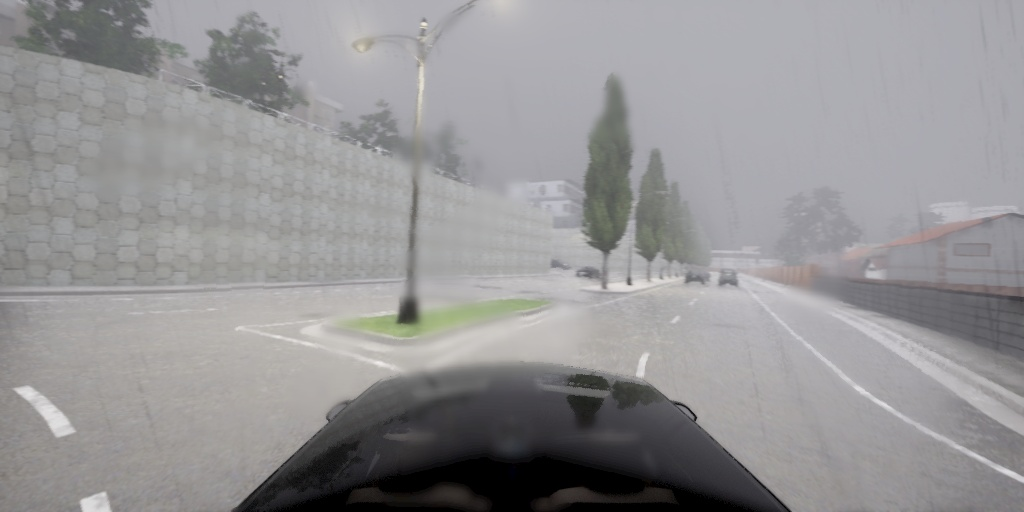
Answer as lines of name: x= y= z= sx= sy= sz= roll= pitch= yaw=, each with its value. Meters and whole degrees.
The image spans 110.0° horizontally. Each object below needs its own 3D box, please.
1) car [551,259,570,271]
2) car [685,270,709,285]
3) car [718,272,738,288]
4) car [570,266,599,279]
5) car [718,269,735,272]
car: x=7.957 y=1.433 z=61.612 sx=4.553 sy=1.767 sz=2.097 roll=8 pitch=2 yaw=32
car: x=23.022 y=2.549 z=44.954 sx=2.097 sy=1.767 sz=4.553 roll=2 pitch=-1 yaw=31
car: x=24.881 y=2.853 z=41.275 sx=1.895 sy=1.301 sz=4.718 roll=2 pitch=-1 yaw=31
car: x=9.580 y=2.062 z=45.182 sx=2.128 sy=1.511 sz=4.902 roll=2 pitch=-1 yaw=31
car: x=31.419 y=2.874 z=52.208 sx=2.150 sy=2.045 sz=5.566 roll=2 pitch=0 yaw=31
